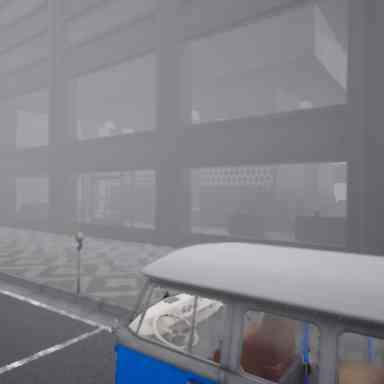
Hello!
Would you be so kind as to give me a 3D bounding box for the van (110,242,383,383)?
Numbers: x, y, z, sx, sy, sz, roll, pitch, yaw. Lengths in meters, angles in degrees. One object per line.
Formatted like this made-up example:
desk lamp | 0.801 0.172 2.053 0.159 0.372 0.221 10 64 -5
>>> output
van | 1.211 1.341 2.095 3.998 1.788 1.690 0 0 35
